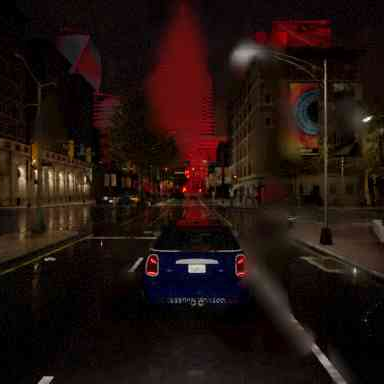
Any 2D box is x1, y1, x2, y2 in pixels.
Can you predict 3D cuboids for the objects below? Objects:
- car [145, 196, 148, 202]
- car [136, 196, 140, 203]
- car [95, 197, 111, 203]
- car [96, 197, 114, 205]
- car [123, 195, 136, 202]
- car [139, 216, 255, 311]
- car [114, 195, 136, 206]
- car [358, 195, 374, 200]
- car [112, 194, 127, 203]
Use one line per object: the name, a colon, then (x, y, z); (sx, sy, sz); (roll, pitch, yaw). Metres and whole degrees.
car: (-11.232, 1.553, 75.758); (1.994, 1.385, 4.181); (0, 0, 0)
car: (-11.296, 1.478, 65.885); (1.882, 1.535, 5.008); (0, 0, 1)
car: (-18.012, 1.595, 67.415); (1.895, 1.301, 4.718); (0, 0, 0)
car: (-14.873, 1.547, 57.912); (2.033, 1.411, 5.357); (0, 0, 0)
car: (-14.723, 1.525, 78.423); (2.128, 1.511, 4.902); (0, 0, 0)
car: (0.102, 1.352, 7.902); (2.097, 1.767, 4.553); (0, 0, 0)
car: (-11.383, 1.526, 56.738); (1.812, 1.442, 4.674); (0, 0, 0)
car: (34.687, 1.481, 68.621); (2.231, 1.521, 4.892); (0, 0, 0)
car: (-14.760, 1.352, 68.022); (2.097, 1.767, 4.553); (0, 0, 0)
